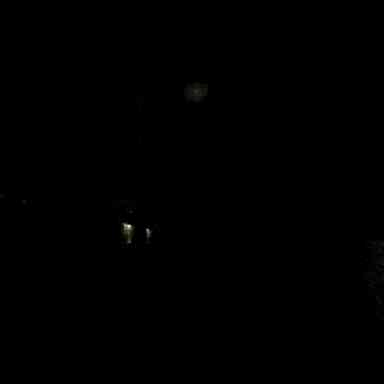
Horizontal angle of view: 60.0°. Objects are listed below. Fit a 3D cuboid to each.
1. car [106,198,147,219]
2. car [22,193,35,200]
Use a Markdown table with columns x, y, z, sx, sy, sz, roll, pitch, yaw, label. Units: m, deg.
| x | y | z | sx | sy | sz | roll | pitch | yaw | label |
| --- | --- | --- | --- | --- | --- | --- | --- | --- | --- |
| -5.396 | 1.288 | 27.073 | 1.882 | 1.535 | 5.008 | -1 | 1 | -35 | car |
| -33.240 | 0.840 | 67.485 | 1.895 | 1.301 | 4.718 | -1 | 1 | -35 | car |
